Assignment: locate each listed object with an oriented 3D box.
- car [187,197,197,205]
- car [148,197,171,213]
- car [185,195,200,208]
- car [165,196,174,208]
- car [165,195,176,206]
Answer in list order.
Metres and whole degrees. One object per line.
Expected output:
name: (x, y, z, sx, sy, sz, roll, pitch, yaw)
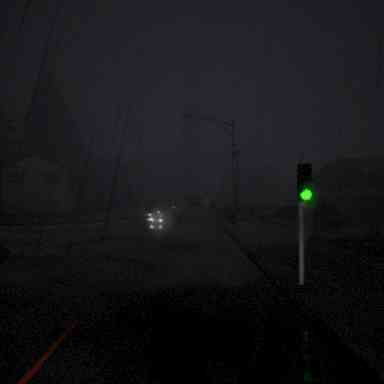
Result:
car: (0.045, 1.963, 76.439, 2.097, 1.767, 4.553, 0, 0, 0)
car: (-4.077, 1.693, 39.758, 2.128, 1.511, 4.902, 0, 0, 0)
car: (0.131, 1.485, 52.032, 2.150, 2.045, 5.566, 0, 0, 0)
car: (-4.062, 1.778, 49.763, 1.812, 1.442, 4.674, 0, 0, 0)
car: (-4.034, 1.527, 60.212, 2.150, 2.045, 5.566, 0, 0, 0)
